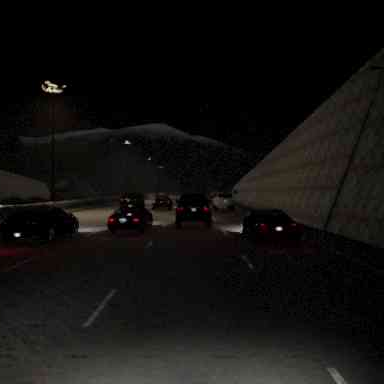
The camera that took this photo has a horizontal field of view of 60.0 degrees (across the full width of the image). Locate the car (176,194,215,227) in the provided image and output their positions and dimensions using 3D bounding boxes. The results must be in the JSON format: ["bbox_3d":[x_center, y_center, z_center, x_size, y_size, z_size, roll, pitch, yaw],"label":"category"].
[{"bbox_3d":[0.103,1.111,21.888,2.150,2.045,5.566,0,0,0],"label":"car"}]

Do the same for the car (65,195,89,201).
[{"bbox_3d":[-17.494,1.235,51.881,2.128,1.511,4.902,0,0,0],"label":"car"}]

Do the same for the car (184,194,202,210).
[{"bbox_3d":[0.106,1.155,39.251,2.097,1.767,4.553,0,0,0],"label":"car"}]

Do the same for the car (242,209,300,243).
[{"bbox_3d":[3.602,1.485,15.756,1.994,1.385,4.181,0,0,0],"label":"car"}]

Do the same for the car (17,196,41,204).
[{"bbox_3d":[-24.493,1.316,52.001,2.033,1.411,5.357,0,0,0],"label":"car"}]

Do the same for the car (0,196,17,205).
[{"bbox_3d":[-27.993,1.313,51.965,1.994,1.385,4.181,0,0,0],"label":"car"}]

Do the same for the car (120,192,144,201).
[{"bbox_3d":[-6.894,1.027,38.680,2.150,2.045,5.566,0,0,0],"label":"car"}]

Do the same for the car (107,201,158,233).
[{"bbox_3d":[-3.398,1.451,19.052,2.033,1.411,5.357,0,0,0],"label":"car"}]

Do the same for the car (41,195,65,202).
[{"bbox_3d":[-20.994,1.235,51.882,2.128,1.511,4.902,0,0,0],"label":"car"}]

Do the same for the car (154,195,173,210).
[{"bbox_3d":[-3.395,1.155,39.236,2.097,1.767,4.553,0,0,0],"label":"car"}]

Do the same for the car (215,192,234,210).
[{"bbox_3d":[3.605,1.027,38.782,2.150,2.045,5.566,0,0,0],"label":"car"}]

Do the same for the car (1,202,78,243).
[{"bbox_3d":[-6.898,1.426,15.573,1.837,1.490,4.892,0,0,0],"label":"car"}]
